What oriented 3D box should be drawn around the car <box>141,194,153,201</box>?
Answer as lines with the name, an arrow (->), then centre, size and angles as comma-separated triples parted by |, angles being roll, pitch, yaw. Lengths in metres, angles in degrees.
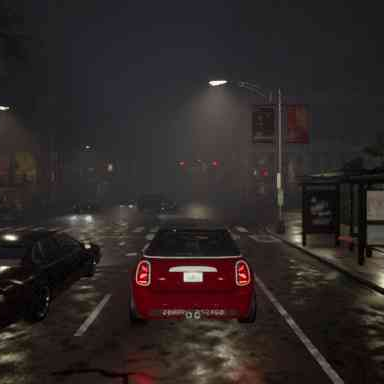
car -> -11.312, 1.355, 84.058 | 2.097, 1.767, 4.553 | 0, 0, 3

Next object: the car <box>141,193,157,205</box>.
car -> -7.726, 1.223, 60.443 | 2.150, 2.045, 5.566 | 0, 0, 0

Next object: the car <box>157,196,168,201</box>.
car -> -7.607, 1.595, 86.506 | 1.895, 1.301, 4.718 | 0, 0, 6

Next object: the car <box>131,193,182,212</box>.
car -> -3.912, 1.221, 36.025 | 2.150, 2.045, 5.566 | -1, 1, -41

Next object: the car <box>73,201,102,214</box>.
car -> -10.969, 1.601, 35.128 | 1.895, 1.301, 4.718 | 0, 0, -1

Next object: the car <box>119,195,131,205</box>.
car -> -11.196, 1.351, 57.594 | 2.097, 1.767, 4.553 | 0, 0, 0

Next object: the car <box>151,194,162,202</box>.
car -> -7.796, 1.355, 73.521 | 2.097, 1.767, 4.553 | 0, 0, -1

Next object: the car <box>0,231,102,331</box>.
car -> -3.493, 1.547, 7.129 | 2.033, 1.411, 5.357 | 0, 0, 0

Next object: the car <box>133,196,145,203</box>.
car -> -11.269, 1.552, 71.099 | 1.994, 1.385, 4.181 | 0, 0, -1

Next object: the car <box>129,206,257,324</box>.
car -> 0.006, 1.352, 7.336 | 2.097, 1.767, 4.553 | 0, 0, 0
